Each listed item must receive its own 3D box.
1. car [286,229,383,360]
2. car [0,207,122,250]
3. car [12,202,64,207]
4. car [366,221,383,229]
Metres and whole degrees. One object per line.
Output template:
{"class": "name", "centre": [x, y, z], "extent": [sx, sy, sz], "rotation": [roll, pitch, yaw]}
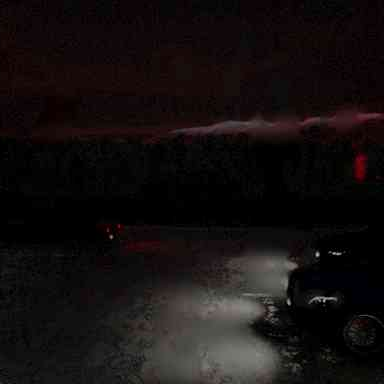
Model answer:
{"class": "car", "centre": [3.843, 1.442, 5.006], "extent": [4.674, 1.442, 1.812], "rotation": [0, 1, 5]}
{"class": "car", "centre": [-5.278, 1.419, 12.955], "extent": [4.718, 1.301, 1.895], "rotation": [0, 1, 6]}
{"class": "car", "centre": [-8.172, 1.246, 16.756], "extent": [5.008, 1.535, 1.882], "rotation": [0, 1, 6]}
{"class": "car", "centre": [5.652, 1.369, 8.357], "extent": [4.892, 1.490, 1.837], "rotation": [0, 1, 6]}
